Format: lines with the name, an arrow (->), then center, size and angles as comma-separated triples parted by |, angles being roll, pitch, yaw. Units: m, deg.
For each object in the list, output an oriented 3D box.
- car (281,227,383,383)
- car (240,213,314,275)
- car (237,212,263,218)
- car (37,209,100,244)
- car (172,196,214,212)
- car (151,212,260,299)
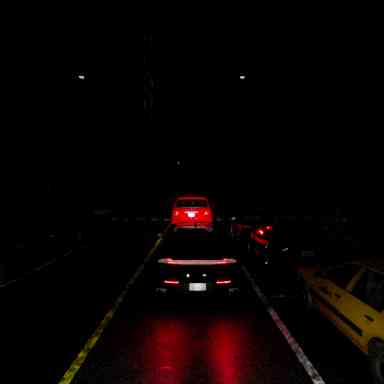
car -> 2.864, 1.523, 4.812 | 1.752, 1.417, 4.829 | -1, 0, 0
car -> 2.863, 1.562, 10.228 | 1.947, 1.339, 4.313 | -1, 0, 0
car -> 2.861, 1.575, 15.814 | 1.802, 1.307, 4.206 | -1, 0, 0
car -> -5.685, 1.538, 15.808 | 1.887, 1.381, 4.507 | -1, 0, 0
car -> 0.061, 1.213, 18.749 | 2.150, 2.045, 5.566 | 0, 0, 2
car -> 0.096, 1.488, 8.400 | 2.128, 1.511, 4.902 | 0, 0, 0
